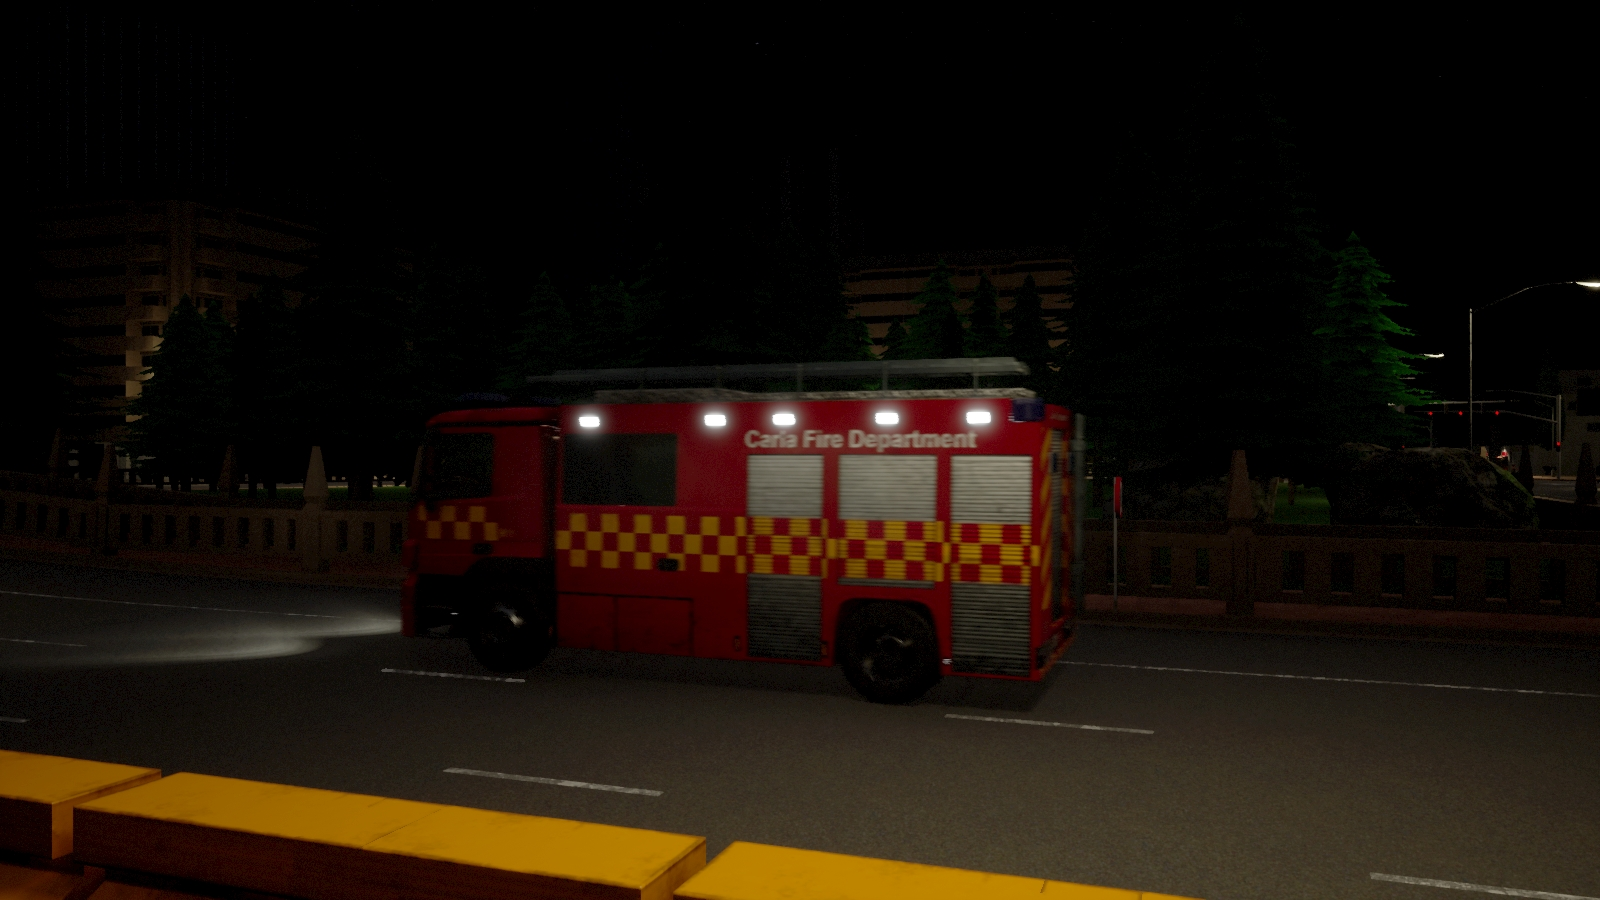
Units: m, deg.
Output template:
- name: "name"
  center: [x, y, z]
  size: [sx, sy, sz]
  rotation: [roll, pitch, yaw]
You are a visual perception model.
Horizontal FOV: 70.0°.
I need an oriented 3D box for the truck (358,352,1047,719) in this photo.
- name: "truck"
  center: [-1.308, 0.891, 14.791]
  size: [8.468, 3.827, 2.891]
  rotation: [0, 0, 21]
